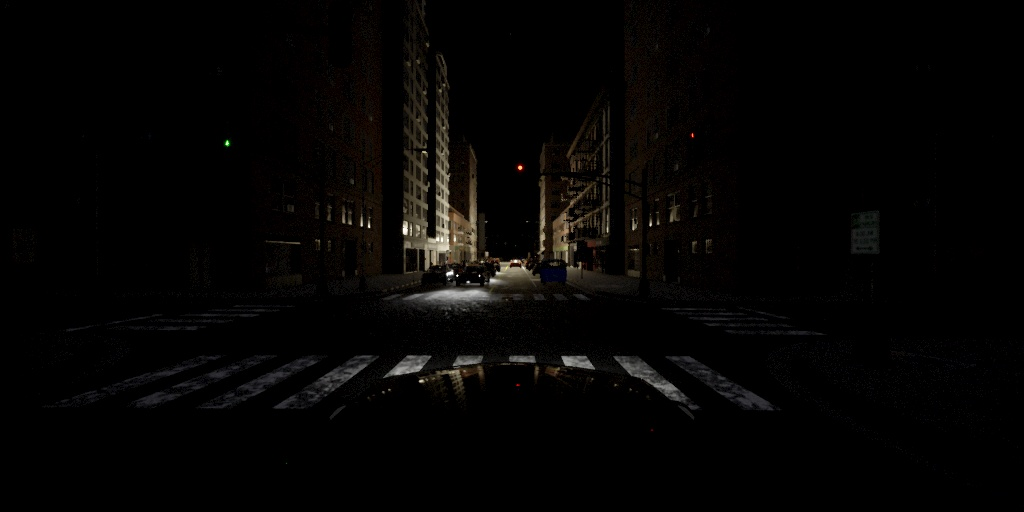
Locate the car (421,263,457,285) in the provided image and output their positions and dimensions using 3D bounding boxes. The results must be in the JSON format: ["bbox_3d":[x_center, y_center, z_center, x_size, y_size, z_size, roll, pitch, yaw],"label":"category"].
[{"bbox_3d":[-5.185,1.299,25.419,2.007,1.370,4.403,0,0,1],"label":"car"}]

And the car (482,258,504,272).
[{"bbox_3d":[-2.464,1.308,45.193,1.994,1.385,4.181,0,0,1],"label":"car"}]

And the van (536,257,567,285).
[{"bbox_3d":[2.840,1.089,25.358,1.690,1.789,3.998,0,0,1],"label":"van"}]

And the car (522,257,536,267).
[{"bbox_3d":[3.089,1.053,53.764,2.192,1.841,5.009,0,0,1],"label":"car"}]

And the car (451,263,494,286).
[{"bbox_3d":[-2.658,1.349,25.127,1.895,1.301,4.718,0,0,4],"label":"car"}]

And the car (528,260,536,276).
[{"bbox_3d":[2.939,1.329,36.720,1.802,1.307,4.207,0,0,1],"label":"car"}]

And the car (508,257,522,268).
[{"bbox_3d":[0.602,1.335,59.039,1.895,1.301,4.718,0,0,1],"label":"car"}]

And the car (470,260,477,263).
[{"bbox_3d":[-4.987,1.268,47.977,1.751,1.417,4.829,0,0,1],"label":"car"}]

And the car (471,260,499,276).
[{"bbox_3d":[-2.558,1.348,35.139,1.895,1.301,4.718,0,0,0],"label":"car"}]

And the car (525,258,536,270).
[{"bbox_3d":[3.039,1.325,48.082,1.802,1.307,4.207,0,0,1],"label":"car"}]
